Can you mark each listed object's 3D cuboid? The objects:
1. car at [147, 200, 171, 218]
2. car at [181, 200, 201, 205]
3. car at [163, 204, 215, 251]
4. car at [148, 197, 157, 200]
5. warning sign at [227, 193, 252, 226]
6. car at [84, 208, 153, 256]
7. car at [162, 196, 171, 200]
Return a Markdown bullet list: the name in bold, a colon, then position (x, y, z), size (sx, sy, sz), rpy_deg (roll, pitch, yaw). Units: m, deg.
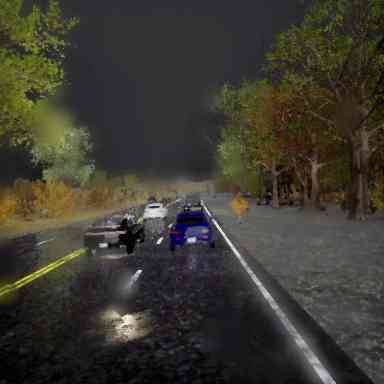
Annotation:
- **car**: position (-3.177, 1.756, 29.625), size (1.812, 1.442, 4.674), rpy_deg (-3, 0, 0)
- **car**: position (0.072, 1.492, 29.591), size (2.128, 1.511, 4.902), rpy_deg (-2, 1, 0)
- **car**: position (-0.013, 1.555, 14.605), size (1.812, 1.442, 4.674), rpy_deg (-3, 1, 0)
- **car**: position (-9.164, 1.855, 76.667), size (1.812, 1.442, 4.674), rpy_deg (-3, 0, 1)
- **warning sign**: position (2.858, 1.053, 19.966), size (1.300, 1.860, 1.060), rpy_deg (-2, 1, 0)
- **car**: position (-3.250, 1.742, 14.628), size (2.128, 1.511, 4.902), rpy_deg (-3, 0, 0)
- **car**: position (-5.916, 1.730, 76.621), size (1.994, 1.385, 4.181), rpy_deg (-3, 0, 1)
